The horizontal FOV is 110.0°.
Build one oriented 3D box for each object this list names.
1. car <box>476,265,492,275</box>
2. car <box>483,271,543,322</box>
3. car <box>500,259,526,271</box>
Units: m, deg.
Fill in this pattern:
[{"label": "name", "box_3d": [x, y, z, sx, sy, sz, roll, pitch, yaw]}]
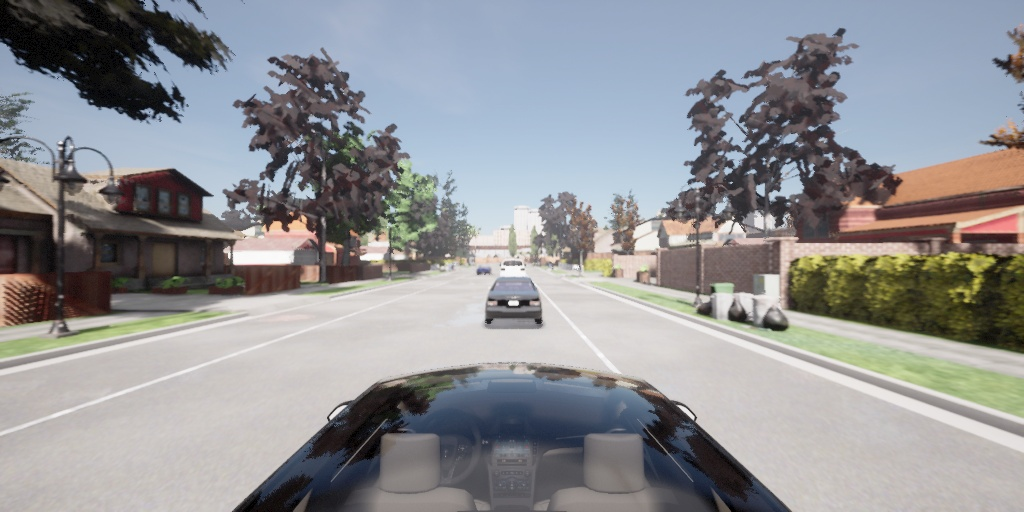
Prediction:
[{"label": "car", "box_3d": [-3.592, 1.795, 46.368, 1.895, 1.301, 4.718, 0, 0, 0]}, {"label": "car", "box_3d": [0.065, 1.417, 12.738, 2.033, 1.411, 5.357, 0, -1, 0]}, {"label": "car", "box_3d": [0.084, 1.292, 31.646, 2.150, 2.045, 5.566, 0, -1, 0]}]
